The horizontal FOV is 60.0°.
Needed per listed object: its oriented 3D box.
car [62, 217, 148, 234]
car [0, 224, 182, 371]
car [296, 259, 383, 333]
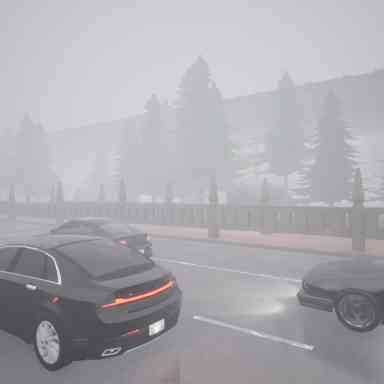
[{"bbox_3d":[-3.320,1.526,10.651,4.674,1.442,1.812,0,0,35],"label":"car"},{"bbox_3d":[-2.428,1.505,5.721,4.892,1.490,1.837,0,0,35],"label":"car"},{"bbox_3d":[4.492,1.547,5.087,5.357,1.411,2.033,0,0,35],"label":"car"}]
